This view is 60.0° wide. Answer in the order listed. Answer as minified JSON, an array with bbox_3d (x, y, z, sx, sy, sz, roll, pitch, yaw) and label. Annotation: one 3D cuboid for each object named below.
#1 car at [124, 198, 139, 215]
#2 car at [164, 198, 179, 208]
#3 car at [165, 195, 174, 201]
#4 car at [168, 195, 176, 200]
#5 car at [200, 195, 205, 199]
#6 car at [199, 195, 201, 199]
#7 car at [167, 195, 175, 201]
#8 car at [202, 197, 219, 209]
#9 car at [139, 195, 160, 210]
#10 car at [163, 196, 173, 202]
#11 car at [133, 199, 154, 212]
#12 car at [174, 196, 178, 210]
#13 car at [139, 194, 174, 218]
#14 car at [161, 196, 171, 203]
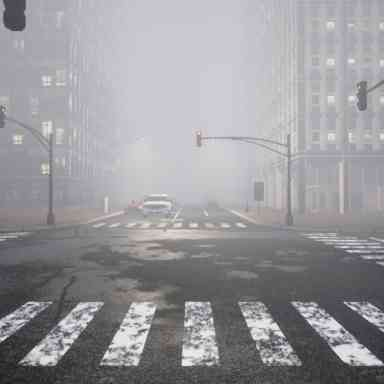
[{"bbox_3d":[-5.659,1.453,33.788,1.967,1.590,4.097,1,0,0],"label":"car"},{"bbox_3d":[-3.072,1.583,50.317,1.994,1.385,4.181,0,0,0],"label":"car"},{"bbox_3d":[-5.639,1.578,83.965,1.887,1.381,4.507,1,0,0],"label":"car"},{"bbox_3d":[-5.634,1.604,95.115,1.947,1.339,4.313,1,0,0],"label":"car"},{"bbox_3d":[2.730,1.547,56.323,1.752,1.417,4.829,1,0,0],"label":"car"},{"bbox_3d":[2.731,1.590,61.730,1.947,1.339,4.313,1,0,0],"label":"car"},{"bbox_3d":[-5.636,1.587,89.540,2.008,1.369,4.403,1,0,0],"label":"car"},{"bbox_3d":[2.723,1.599,44.997,1.802,1.307,4.206,1,0,0],"label":"car"},{"bbox_3d":[-5.651,1.332,44.939,2.192,1.841,5.009,1,0,0],"label":"car"},{"bbox_3d":[-5.641,1.581,78.390,2.008,1.369,4.403,1,0,0],"label":"car"},{"bbox_3d":[-5.659,1.597,39.364,1.802,1.307,4.206,1,0,0],"label":"car"},{"bbox_3d":[-3.079,1.541,40.275,1.812,1.442,4.674,0,0,0],"label":"car"},{"bbox_3d":[-3.084,1.233,30.352,2.150,2.045,5.566,0,0,0],"label":"car"},{"bbox_3d":[-5.643,1.573,72.814,1.887,1.381,4.507,1,0,0],"label":"car"}]
